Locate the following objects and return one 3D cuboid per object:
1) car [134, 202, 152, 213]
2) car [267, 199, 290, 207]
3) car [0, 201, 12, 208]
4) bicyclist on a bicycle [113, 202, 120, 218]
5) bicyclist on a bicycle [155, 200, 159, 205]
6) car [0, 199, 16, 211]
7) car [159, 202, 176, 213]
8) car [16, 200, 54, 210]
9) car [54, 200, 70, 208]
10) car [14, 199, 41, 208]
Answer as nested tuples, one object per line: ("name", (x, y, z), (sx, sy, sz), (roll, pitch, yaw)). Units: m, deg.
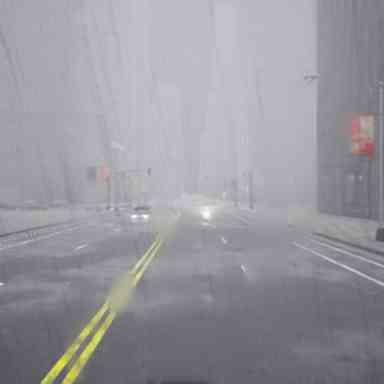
("car", (-6.510, 2.021, 44.621), (1.895, 1.301, 4.718), (0, -1, 0))
("car", (16.665, 2.070, 64.180), (4.097, 1.590, 1.967), (0, 0, 0))
("car", (-35.595, 2.321, 61.033), (4.206, 1.307, 1.802), (0, 0, 0))
("bicyclist on a bicycle", (-7.738, 1.840, 34.360), (0.866, 1.612, 1.509), (-9, 0, -5))
("bicyclist on a bicycle", (-7.752, 2.272, 74.368), (0.866, 1.612, 1.509), (-9, 0, -5))
("car", (-30.168, 2.064, 52.510), (5.009, 1.841, 2.192), (0, 0, 0))
("car", (-3.259, 2.037, 44.652), (1.812, 1.442, 4.674), (0, -1, 0))
("car", (-24.741, 2.296, 52.517), (4.313, 1.339, 1.947), (0, 0, 0))
("car", (-24.746, 2.142, 61.041), (4.097, 1.590, 1.967), (0, 0, 0))
("car", (-30.171, 2.161, 61.036), (4.097, 1.590, 1.967), (0, 0, 0))
